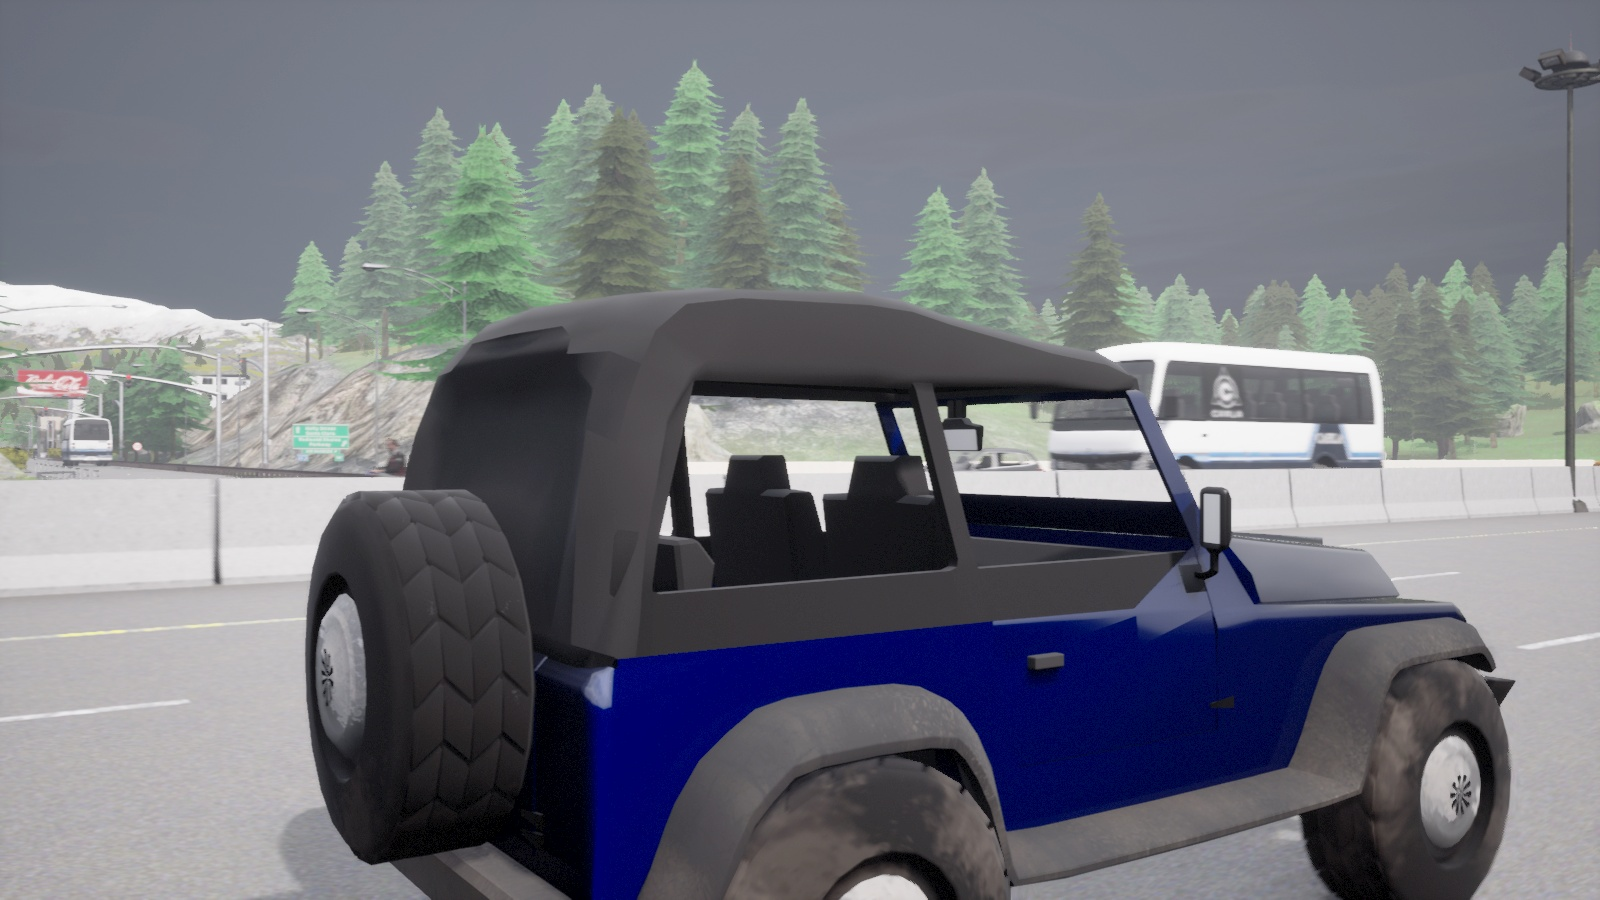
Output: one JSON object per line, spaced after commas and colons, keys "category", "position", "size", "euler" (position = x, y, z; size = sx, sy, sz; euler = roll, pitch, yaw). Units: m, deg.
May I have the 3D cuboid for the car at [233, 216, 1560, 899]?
{"category": "car", "position": [0.475, 0.549, 3.990], "size": [3.866, 1.878, 1.905], "euler": [0, 0, -35]}

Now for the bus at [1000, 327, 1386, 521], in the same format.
{"category": "bus", "position": [10.265, -0.575, 32.130], "size": [10.273, 4.253, 3.944], "euler": [0, 0, -35]}
